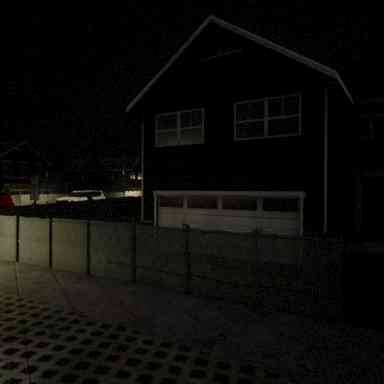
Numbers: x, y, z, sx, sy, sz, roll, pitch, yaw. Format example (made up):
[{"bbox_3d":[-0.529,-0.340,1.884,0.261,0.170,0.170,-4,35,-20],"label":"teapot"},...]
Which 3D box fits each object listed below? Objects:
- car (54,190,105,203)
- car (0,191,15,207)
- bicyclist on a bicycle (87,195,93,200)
[{"bbox_3d":[-10.849,0.862,32.607,2.150,2.045,5.566,0,1,25],"label":"car"},{"bbox_3d":[-15.375,0.994,23.386,2.150,2.045,5.566,0,1,26],"label":"car"},{"bbox_3d":[-7.784,1.047,25.400,1.656,1.620,0.582,0,1,27],"label":"bicyclist on a bicycle"}]
